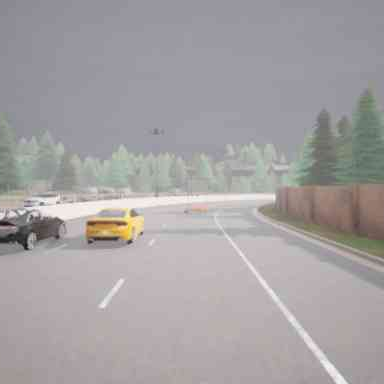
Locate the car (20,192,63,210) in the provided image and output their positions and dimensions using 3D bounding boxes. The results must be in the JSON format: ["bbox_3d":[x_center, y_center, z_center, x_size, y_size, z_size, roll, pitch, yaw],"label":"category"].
[{"bbox_3d":[-19.054,1.079,42.447,2.150,2.045,5.566,0,0,11],"label":"car"}]

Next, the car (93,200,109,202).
[{"bbox_3d":[-11.403,1.203,44.628,2.097,1.767,4.553,0,0,13],"label":"car"}]

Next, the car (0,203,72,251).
[{"bbox_3d":[-6.905,1.445,13.882,2.128,1.511,4.902,0,0,0],"label":"car"}]

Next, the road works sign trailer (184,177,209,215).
[{"bbox_3d":[0.557,0.354,33.189,2.380,3.560,2.880,0,0,10],"label":"road works sign trailer"}]

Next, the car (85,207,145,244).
[{"bbox_3d":[-3.406,1.426,15.485,1.882,1.535,5.008,0,0,0],"label":"car"}]
